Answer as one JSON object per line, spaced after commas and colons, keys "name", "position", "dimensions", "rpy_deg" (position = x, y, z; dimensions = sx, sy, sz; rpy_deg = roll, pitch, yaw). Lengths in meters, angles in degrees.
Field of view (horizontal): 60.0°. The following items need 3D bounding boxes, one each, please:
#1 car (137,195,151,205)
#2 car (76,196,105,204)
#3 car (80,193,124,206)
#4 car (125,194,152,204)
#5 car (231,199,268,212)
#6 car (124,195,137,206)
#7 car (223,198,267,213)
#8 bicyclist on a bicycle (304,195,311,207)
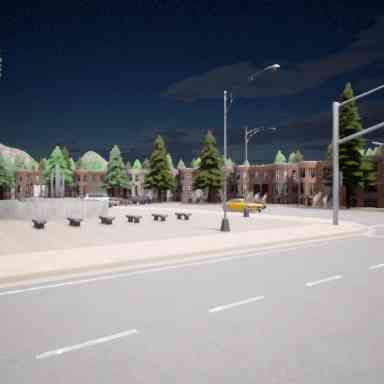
{"name": "car", "position": [-10.071, 1.499, 57.567], "dimensions": [4.892, 1.490, 1.837], "rpy_deg": [0, 0, 22]}
{"name": "car", "position": [-19.440, 1.487, 63.892], "dimensions": [4.902, 1.511, 2.128], "rpy_deg": [0, 0, 7]}
{"name": "car", "position": [-13.988, 1.221, 51.608], "dimensions": [5.566, 2.045, 2.150], "rpy_deg": [-1, 0, 20]}
{"name": "car", "position": [-9.826, 1.346, 61.188], "dimensions": [4.553, 1.767, 2.097], "rpy_deg": [0, 0, 21]}
{"name": "car", "position": [6.942, 1.557, 40.336], "dimensions": [1.994, 1.385, 4.181], "rpy_deg": [0, 0, -39]}
{"name": "car", "position": [-11.939, 1.520, 54.523], "dimensions": [4.674, 1.442, 1.812], "rpy_deg": [0, 0, 22]}
{"name": "car", "position": [5.598, 1.472, 36.489], "dimensions": [1.882, 1.535, 5.008], "rpy_deg": [0, 0, -38]}
{"name": "bicyclist on a bicycle", "position": [16.257, 1.294, 46.652], "dimensions": [1.656, 1.620, 0.582], "rpy_deg": [0, 0, -37]}
